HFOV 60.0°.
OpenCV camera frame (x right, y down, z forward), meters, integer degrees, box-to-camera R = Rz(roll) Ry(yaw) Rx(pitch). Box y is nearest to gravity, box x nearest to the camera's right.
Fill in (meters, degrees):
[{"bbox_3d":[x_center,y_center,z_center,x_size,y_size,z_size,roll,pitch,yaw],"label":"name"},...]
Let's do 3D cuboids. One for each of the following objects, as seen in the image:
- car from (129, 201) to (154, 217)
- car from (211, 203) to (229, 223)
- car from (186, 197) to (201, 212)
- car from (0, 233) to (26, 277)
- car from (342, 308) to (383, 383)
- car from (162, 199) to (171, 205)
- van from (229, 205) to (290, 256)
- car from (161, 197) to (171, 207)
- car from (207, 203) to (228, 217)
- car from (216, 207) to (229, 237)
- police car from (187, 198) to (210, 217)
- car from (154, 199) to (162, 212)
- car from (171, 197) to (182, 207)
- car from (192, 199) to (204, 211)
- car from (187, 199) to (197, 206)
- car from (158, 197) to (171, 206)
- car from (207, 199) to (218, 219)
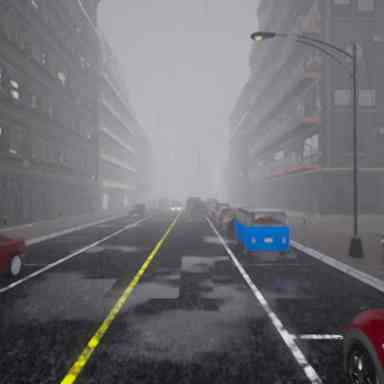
[{"bbox_3d":[-5.689,1.936,36.074,1.947,1.339,4.313,0,-1,0],"label":"car"},{"bbox_3d":[2.692,1.801,24.799,1.887,1.381,4.507,0,-1,0],"label":"car"},{"bbox_3d":[0.433,1.679,45.657,2.150,2.045,5.566,-1,0,6],"label":"car"},{"bbox_3d":[-5.689,1.628,7.894,1.887,1.381,4.507,0,-1,0],"label":"car"},{"bbox_3d":[2.692,1.465,2.256,1.967,1.590,4.097,0,-1,0],"label":"car"},{"bbox_3d":[-5.690,2.342,75.529,1.802,1.307,4.206,0,-1,0],"label":"car"},{"bbox_3d":[2.693,1.482,13.529,1.690,1.788,3.998,0,-1,0],"label":"van"},{"bbox_3d":[-5.690,2.089,64.258,1.967,1.590,4.097,0,-1,0],"label":"car"},{"bbox_3d":[2.692,1.920,36.071,2.008,1.369,4.403,0,-1,0],"label":"car"},{"bbox_3d":[2.691,1.764,19.163,1.947,1.339,4.313,0,-1,0],"label":"car"},{"bbox_3d":[0.762,1.790,35.685,1.930,1.638,5.238,0,-1,0],"label":"police car"},{"bbox_3d":[-5.689,2.006,47.177,1.752,1.417,4.829,0,-1,0],"label":"car"},{"bbox_3d":[-3.028,2.149,64.591,2.128,1.511,4.902,0,-1,1],"label":"car"},{"bbox_3d":[0.900,1.981,51.759,1.801,1.575,5.366,0,-1,0],"label":"car"},{"bbox_3d":[-0.001,2.161,71.121,2.033,1.411,5.357,0,-1,0],"label":"car"},{"bbox_3d":[-5.689,2.020,69.895,2.192,1.841,5.009,0,-1,0],"label":"car"},{"bbox_3d":[2.692,1.753,30.437,1.967,1.590,4.097,0,-1,0],"label":"car"}]
